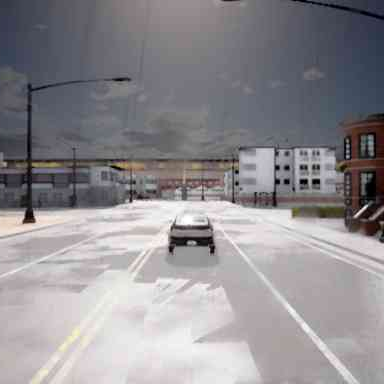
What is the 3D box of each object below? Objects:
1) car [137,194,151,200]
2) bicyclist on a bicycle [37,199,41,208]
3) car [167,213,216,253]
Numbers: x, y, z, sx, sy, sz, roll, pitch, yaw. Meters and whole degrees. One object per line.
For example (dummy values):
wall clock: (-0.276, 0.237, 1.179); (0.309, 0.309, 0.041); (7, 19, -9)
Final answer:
car: (-13.287, 1.373, 91.817); (2.097, 1.767, 4.553); (0, 0, -40)
bicyclist on a bicycle: (-26.434, 2.055, 57.491); (0.582, 1.620, 1.656); (-1, 0, -1)
car: (-0.002, 1.627, 14.281); (2.128, 1.511, 4.902); (0, 0, 0)
